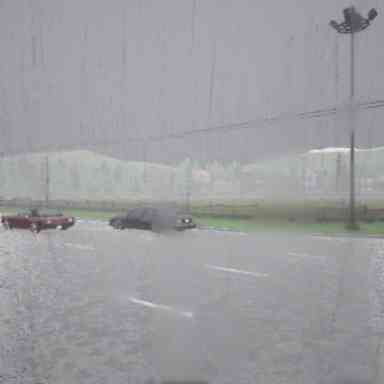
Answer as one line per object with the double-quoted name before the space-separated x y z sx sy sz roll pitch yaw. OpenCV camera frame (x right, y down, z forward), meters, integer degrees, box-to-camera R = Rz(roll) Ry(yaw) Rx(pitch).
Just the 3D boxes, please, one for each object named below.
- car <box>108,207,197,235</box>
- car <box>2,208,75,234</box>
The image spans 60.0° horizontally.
"car" -2.304 1.522 18.536 5.357 1.411 2.033 0 0 36
"car" -8.835 1.564 18.897 4.718 1.301 1.895 0 0 36
